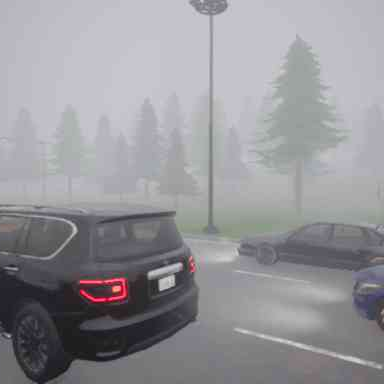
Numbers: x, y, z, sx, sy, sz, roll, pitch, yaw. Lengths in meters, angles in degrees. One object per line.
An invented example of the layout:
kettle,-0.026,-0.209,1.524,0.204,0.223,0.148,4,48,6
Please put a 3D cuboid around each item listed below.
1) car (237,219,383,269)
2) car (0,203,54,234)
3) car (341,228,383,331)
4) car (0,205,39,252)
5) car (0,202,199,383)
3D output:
car,4.049,1.515,9.609,5.357,1.411,2.033,0,0,34
car,-10.634,1.434,19.576,5.357,1.411,2.033,0,0,34
car,4.885,1.517,4.765,4.674,1.442,1.812,0,0,35
car,-8.796,1.393,14.100,5.008,1.535,1.882,1,1,34
car,-2.529,1.191,5.584,5.566,2.045,2.150,0,0,34
